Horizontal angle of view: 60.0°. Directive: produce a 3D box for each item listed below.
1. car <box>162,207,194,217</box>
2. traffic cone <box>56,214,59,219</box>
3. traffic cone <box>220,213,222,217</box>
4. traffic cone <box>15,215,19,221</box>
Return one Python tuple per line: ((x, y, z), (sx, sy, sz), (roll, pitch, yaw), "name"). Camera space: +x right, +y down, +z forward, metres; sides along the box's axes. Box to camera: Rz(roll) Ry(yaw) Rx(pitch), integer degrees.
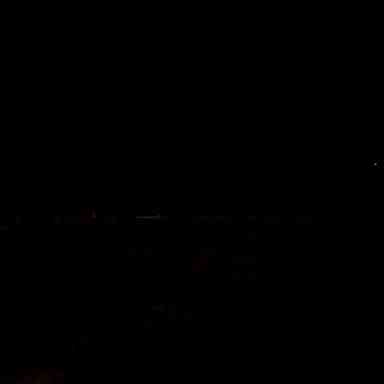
((-2.105, 3.036, 50.227), (4.902, 1.511, 2.128), (2, -2, -28), "car")
((-15.853, 2.848, 39.137), (0.340, 0.580, 0.340), (0, -2, 27), "traffic cone")
((4.934, 3.822, 55.529), (0.340, 0.580, 0.340), (2, -2, -14), "traffic cone")
((-17.903, 2.649, 34.081), (0.340, 0.580, 0.340), (1, -2, 17), "traffic cone")
